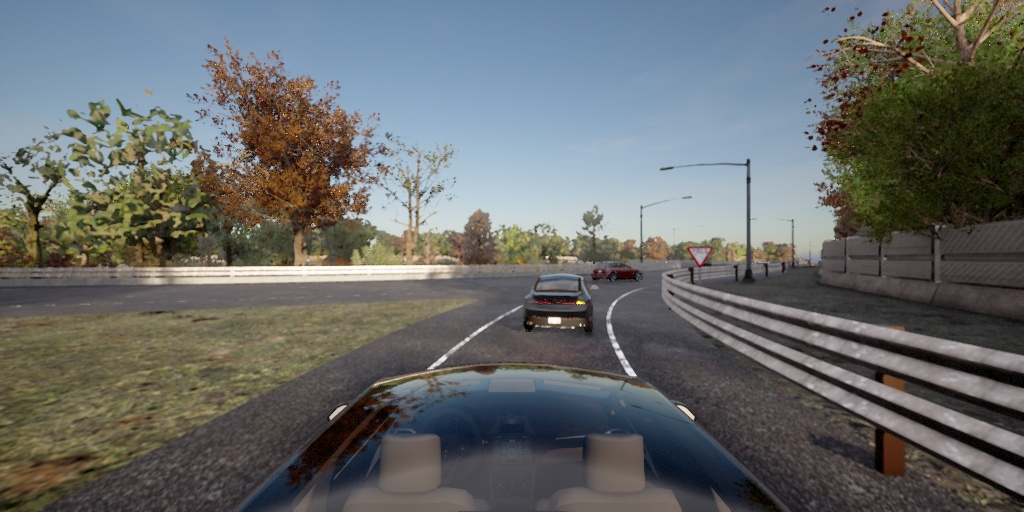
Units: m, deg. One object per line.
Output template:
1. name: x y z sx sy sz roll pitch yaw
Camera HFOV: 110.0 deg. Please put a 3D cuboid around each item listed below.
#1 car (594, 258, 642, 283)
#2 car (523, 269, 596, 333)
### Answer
1. car: 8.972 1.278 30.545 4.553 1.767 2.097 0 0 -33
2. car: 1.560 1.313 11.056 1.837 1.490 4.892 0 0 13
